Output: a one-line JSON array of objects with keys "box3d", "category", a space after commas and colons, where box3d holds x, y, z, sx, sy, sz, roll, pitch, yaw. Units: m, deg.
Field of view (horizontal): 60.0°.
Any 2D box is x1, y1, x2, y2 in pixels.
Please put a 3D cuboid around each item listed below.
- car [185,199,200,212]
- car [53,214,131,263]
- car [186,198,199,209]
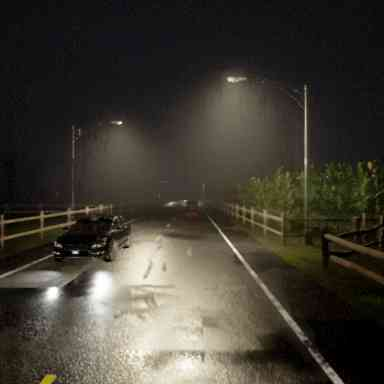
[{"box3d": [0.010, 1.960, 45.867, 1.837, 1.490, 4.892, 0, -1, 0], "category": "car"}, {"box3d": [-3.538, 1.625, 12.587, 1.837, 1.490, 4.892, 0, -1, 0], "category": "car"}, {"box3d": [0.013, 1.914, 55.875, 2.097, 1.767, 4.553, 0, -1, 0], "category": "car"}]
